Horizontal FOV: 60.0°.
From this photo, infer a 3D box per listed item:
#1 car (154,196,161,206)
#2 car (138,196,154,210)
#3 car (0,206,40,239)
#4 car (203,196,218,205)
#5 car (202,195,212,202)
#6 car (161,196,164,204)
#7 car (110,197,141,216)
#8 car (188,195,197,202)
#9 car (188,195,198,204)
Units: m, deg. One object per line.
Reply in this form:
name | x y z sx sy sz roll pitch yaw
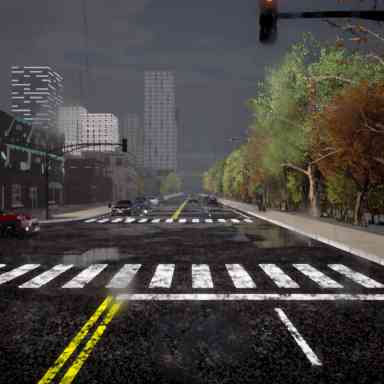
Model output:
car | -6.472 1.507 53.074 1.812 1.442 4.674 0 0 0
car | -6.500 1.338 42.781 2.097 1.767 4.553 0 0 0
car | -10.174 1.395 16.648 4.553 1.767 2.097 -2 0 -9
car | 3.468 1.526 57.132 2.033 1.411 5.357 0 0 0
car | 3.412 1.510 74.435 2.033 1.411 5.357 0 0 0
car | -6.413 1.468 63.517 2.128 1.511 4.902 0 0 1
car | -6.524 1.516 32.588 1.812 1.442 4.674 0 0 0
car | 0.157 1.471 74.398 1.837 1.490 4.892 0 0 0
car | 0.233 1.577 64.285 1.895 1.301 4.718 0 0 0
